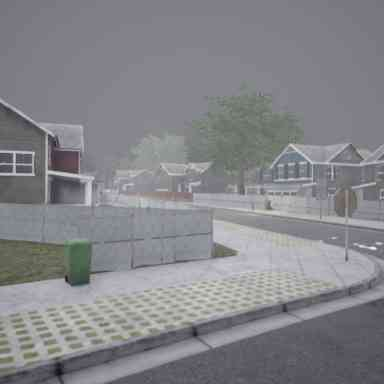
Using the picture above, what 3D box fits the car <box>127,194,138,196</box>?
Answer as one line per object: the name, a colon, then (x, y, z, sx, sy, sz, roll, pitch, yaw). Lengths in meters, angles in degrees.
car: (-9.411, 1.023, 52.750, 2.033, 1.411, 5.357, 0, 1, -29)
